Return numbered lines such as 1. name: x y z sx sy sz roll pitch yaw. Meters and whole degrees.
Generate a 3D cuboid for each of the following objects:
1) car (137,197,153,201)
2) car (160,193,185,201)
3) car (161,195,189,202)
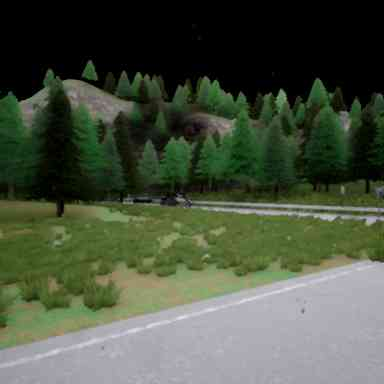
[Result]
1. car: -9.233 1.562 61.768 1.895 1.301 4.718 0 0 -36
2. car: -3.004 1.183 53.129 2.150 2.045 5.566 0 0 -35
3. car: -1.903 1.488 45.360 1.837 1.490 4.892 0 0 -35
